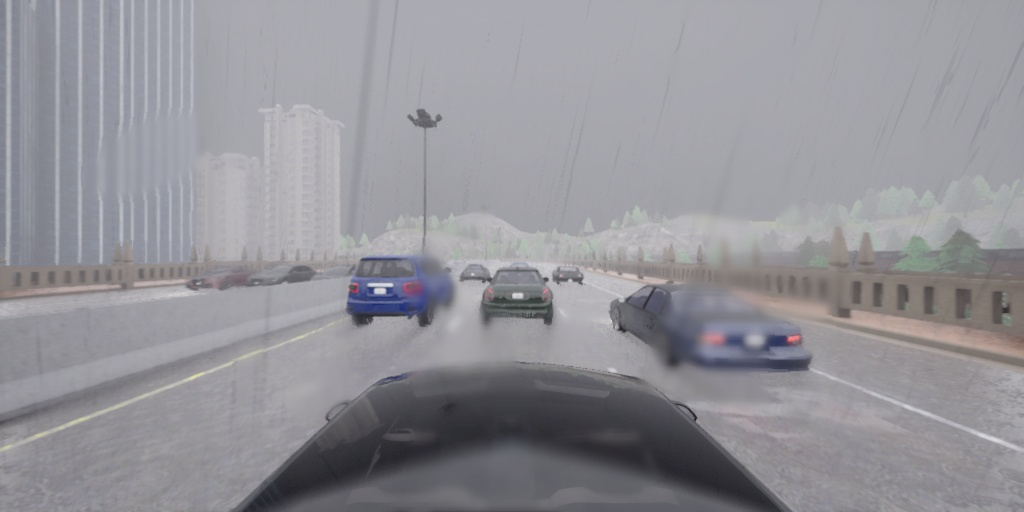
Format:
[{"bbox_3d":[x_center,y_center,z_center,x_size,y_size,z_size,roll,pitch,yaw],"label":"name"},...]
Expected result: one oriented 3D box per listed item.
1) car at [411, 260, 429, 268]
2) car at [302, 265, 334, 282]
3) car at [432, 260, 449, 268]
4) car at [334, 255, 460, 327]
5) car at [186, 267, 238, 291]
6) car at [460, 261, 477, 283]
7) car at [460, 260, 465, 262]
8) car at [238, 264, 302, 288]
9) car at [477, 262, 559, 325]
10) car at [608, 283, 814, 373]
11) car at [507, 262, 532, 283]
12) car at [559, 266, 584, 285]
[{"bbox_3d":[-16.036,1.404,62.731,1.994,1.385,4.181,0,0,2],"label":"car"},{"bbox_3d":[-10.286,1.284,21.859,1.837,1.490,4.892,0,0,2],"label":"car"},{"bbox_3d":[-12.537,1.405,62.763,1.994,1.385,4.181,0,0,2],"label":"car"},{"bbox_3d":[-3.313,0.986,11.803,2.150,2.045,5.566,0,0,1],"label":"car"},{"bbox_3d":[-17.287,1.343,21.874,1.994,1.385,4.181,0,0,2],"label":"car"},{"bbox_3d":[-2.882,1.354,28.930,1.994,1.385,4.181,0,0,2],"label":"car"},{"bbox_3d":[-9.035,1.368,62.757,1.812,1.442,4.674,0,0,2],"label":"car"},{"bbox_3d":[-13.785,1.284,21.948,1.837,1.490,4.892,0,0,2],"label":"car"},{"bbox_3d":[0.197,1.117,12.019,2.097,1.767,4.553,0,0,1],"label":"car"},{"bbox_3d":[3.632,1.307,7.822,2.033,1.411,5.357,0,0,1],"label":"car"},{"bbox_3d":[0.647,1.270,29.899,1.882,1.535,5.008,0,0,2],"label":"car"},{"bbox_3d":[4.057,1.389,26.744,1.895,1.301,4.718,0,0,2],"label":"car"}]
